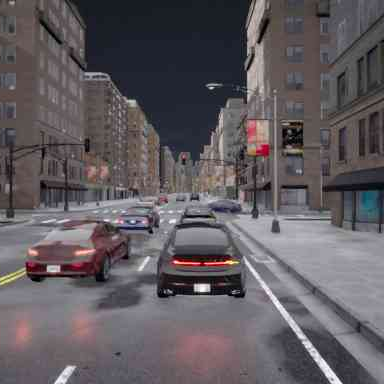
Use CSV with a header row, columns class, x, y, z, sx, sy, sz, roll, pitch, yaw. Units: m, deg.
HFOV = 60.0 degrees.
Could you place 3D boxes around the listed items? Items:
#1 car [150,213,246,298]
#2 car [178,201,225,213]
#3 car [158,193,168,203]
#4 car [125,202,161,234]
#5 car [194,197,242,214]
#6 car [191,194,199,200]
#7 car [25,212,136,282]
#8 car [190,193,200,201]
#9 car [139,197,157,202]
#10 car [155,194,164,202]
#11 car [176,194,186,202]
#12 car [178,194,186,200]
class,x,y,z,sx,sy,sz,roll,pitch,yaw
car,0.205,1.506,8.500,1.837,1.490,4.892,0,0,0
car,0.291,1.490,17.896,2.128,1.511,4.902,0,0,-1
car,-5.975,1.182,65.992,2.150,2.045,5.566,0,0,1
car,-2.958,1.545,19.203,2.033,1.411,5.357,0,0,0
car,2.944,1.566,35.055,4.674,1.442,1.812,1,1,28
car,0.708,1.244,85.673,1.882,1.535,5.008,0,0,0
car,-3.026,1.526,9.636,1.812,1.442,4.674,0,0,1
car,0.627,1.164,75.283,2.150,2.045,5.566,0,0,0
car,-6.211,1.581,44.134,1.895,1.301,4.718,0,0,0
car,-6.124,1.497,54.145,1.812,1.442,4.674,0,0,1
car,-2.620,1.492,75.696,1.994,1.385,4.181,0,0,0
car,-2.542,1.244,85.699,1.882,1.535,5.008,0,0,0
